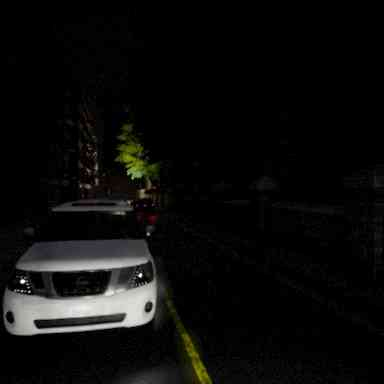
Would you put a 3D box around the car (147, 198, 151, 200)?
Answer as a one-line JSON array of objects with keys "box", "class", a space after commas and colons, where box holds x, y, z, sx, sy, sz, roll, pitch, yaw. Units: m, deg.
[{"box": [-5.109, 1.397, 35.041, 2.097, 1.767, 4.553, 0, 0, -13], "class": "car"}]

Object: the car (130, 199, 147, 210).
[{"box": [-7.278, 1.622, 44.795, 1.994, 1.385, 4.181, 0, 0, -13], "class": "car"}]

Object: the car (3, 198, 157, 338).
[{"box": [-2.073, 1.226, 7.111, 2.150, 2.045, 5.566, 0, 0, -13], "class": "car"}]
